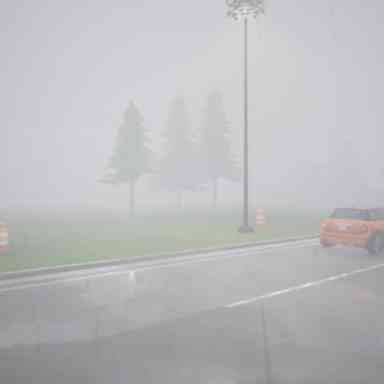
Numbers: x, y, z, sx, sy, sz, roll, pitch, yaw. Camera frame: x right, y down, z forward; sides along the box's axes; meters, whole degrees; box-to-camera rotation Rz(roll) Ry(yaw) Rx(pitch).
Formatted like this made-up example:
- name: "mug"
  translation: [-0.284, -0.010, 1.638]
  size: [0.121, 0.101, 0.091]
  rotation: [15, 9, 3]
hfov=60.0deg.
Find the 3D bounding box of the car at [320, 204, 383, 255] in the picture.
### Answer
- name: "car"
  translation: [7.240, 1.331, 13.372]
  size: [4.553, 1.767, 2.097]
  rotation: [0, 0, -35]
